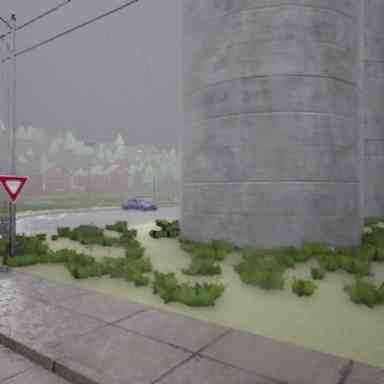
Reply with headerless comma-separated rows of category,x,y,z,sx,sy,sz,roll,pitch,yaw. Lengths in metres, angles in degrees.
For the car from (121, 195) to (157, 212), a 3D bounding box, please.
car,-6.268,1.476,39.492,4.611,1.667,2.242,0,0,35
